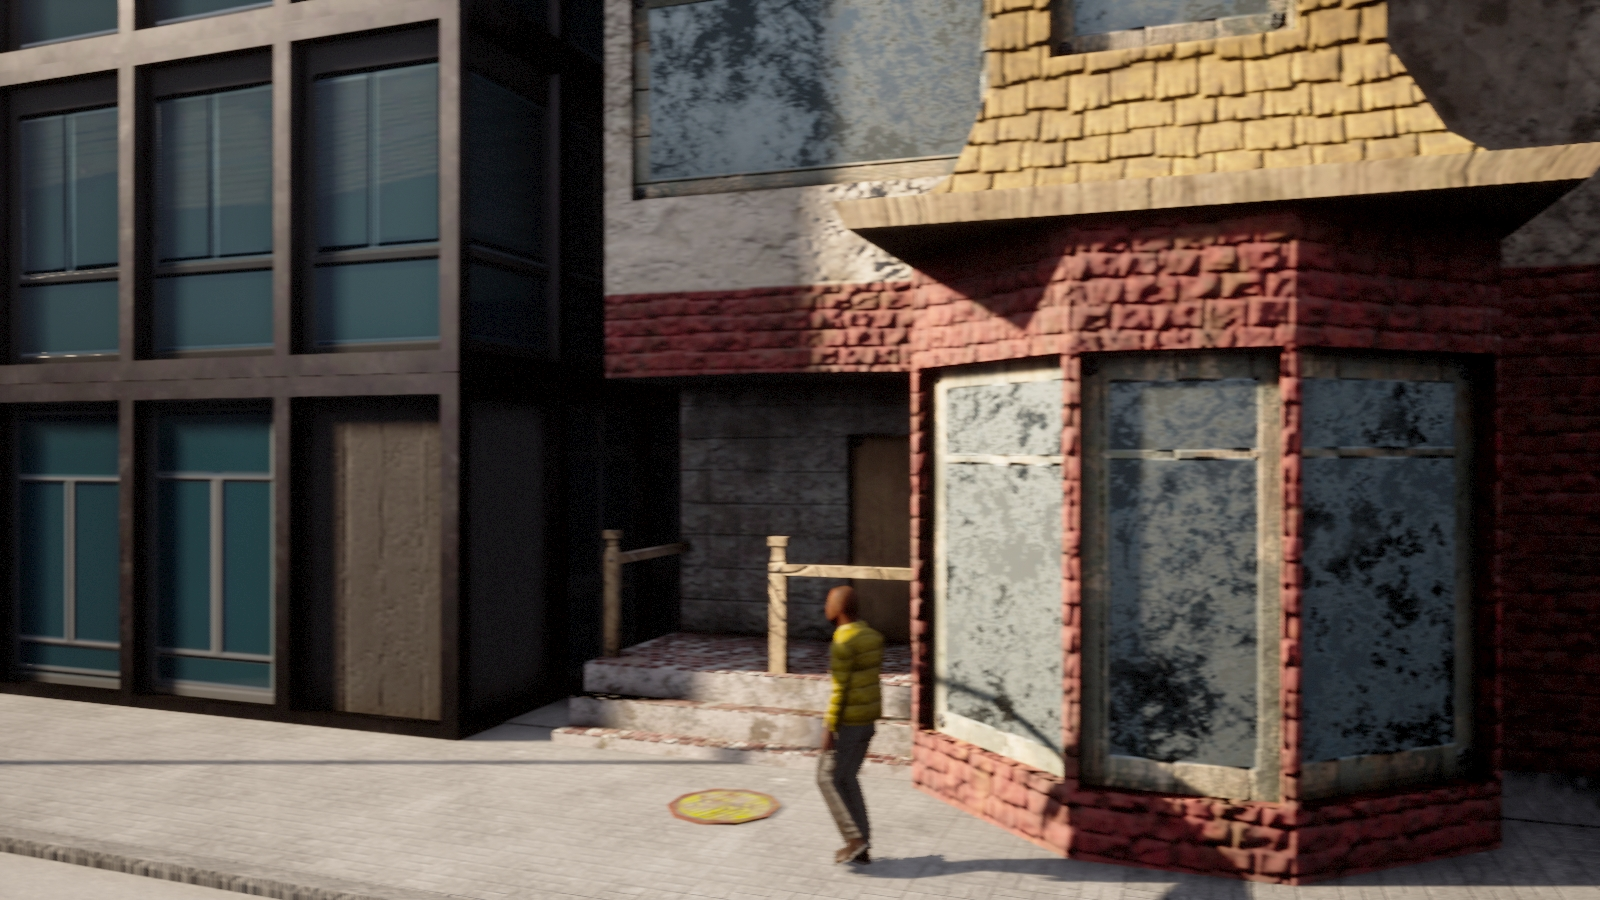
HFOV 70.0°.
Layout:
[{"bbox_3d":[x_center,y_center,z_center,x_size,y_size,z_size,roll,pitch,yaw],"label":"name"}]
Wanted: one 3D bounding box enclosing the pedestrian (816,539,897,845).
[{"bbox_3d":[0.366,1.523,7.357,0.375,1.860,0.375,0,0,37],"label":"pedestrian"}]
